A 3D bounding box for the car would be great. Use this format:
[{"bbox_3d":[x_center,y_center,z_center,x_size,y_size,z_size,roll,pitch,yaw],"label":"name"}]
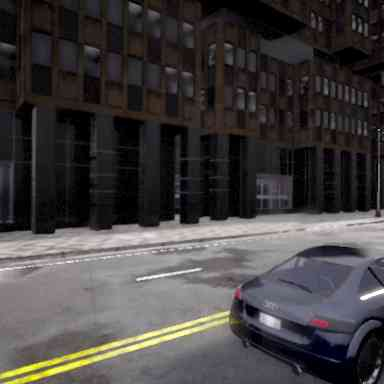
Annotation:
[{"bbox_3d":[2.601,1.572,5.296,4.181,1.385,1.994,0,0,-35],"label":"car"}]
